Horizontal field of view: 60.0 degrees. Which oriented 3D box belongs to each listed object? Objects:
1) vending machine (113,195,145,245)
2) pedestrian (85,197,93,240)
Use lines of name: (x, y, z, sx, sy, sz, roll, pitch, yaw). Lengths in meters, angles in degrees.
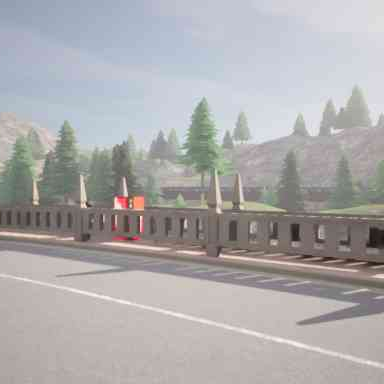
vending machine: (-2.789, 1.188, 14.724, 0.880, 2.100, 1.100, 1, 0, 29)
pedestrian: (-4.536, 1.134, 14.353, 0.375, 1.860, 0.375, 1, 1, 28)
